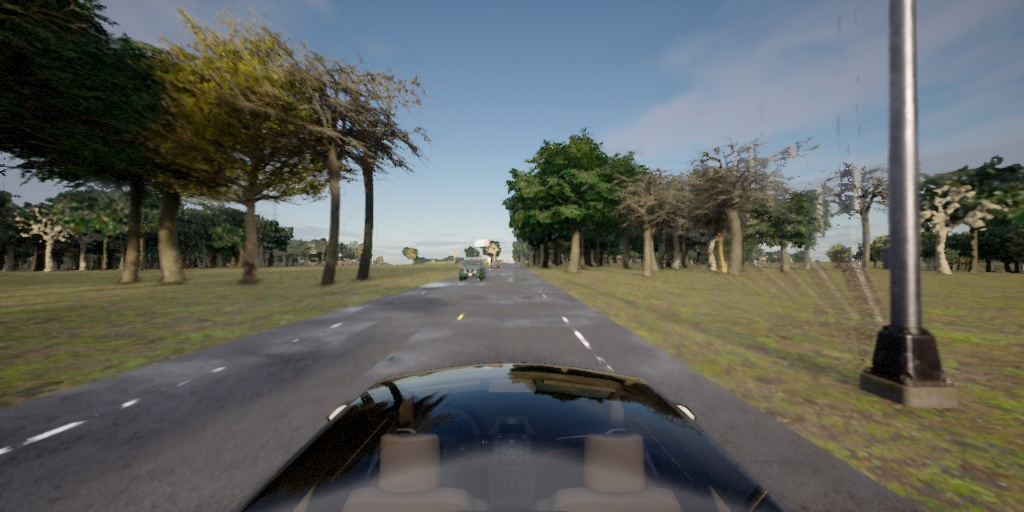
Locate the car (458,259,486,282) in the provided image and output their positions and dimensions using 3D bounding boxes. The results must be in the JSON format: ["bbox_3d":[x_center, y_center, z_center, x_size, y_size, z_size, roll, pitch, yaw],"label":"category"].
[{"bbox_3d":[-3.601,1.287,33.550,2.150,2.045,5.566,0,-1,0],"label":"car"}]
